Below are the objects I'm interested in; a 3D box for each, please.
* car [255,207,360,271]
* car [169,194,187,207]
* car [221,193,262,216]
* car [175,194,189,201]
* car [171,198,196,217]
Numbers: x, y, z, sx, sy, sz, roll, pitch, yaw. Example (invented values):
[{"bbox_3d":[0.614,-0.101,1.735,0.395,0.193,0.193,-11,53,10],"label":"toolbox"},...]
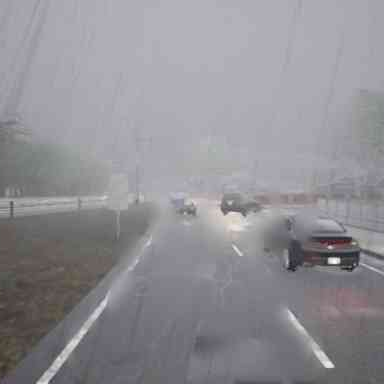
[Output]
[{"bbox_3d":[3.537,1.471,10.765,1.837,1.490,4.892,0,0,-1],"label":"car"},{"bbox_3d":[-2.096,1.227,46.051,1.882,1.535,5.008,0,0,-6],"label":"car"},{"bbox_3d":[4.582,1.079,30.643,2.150,2.045,5.566,-2,-1,29],"label":"car"},{"bbox_3d":[-2.215,1.087,71.482,2.033,1.411,5.357,0,0,-11],"label":"car"},{"bbox_3d":[-0.695,1.447,29.661,1.895,1.301,4.718,0,0,-3],"label":"car"}]
